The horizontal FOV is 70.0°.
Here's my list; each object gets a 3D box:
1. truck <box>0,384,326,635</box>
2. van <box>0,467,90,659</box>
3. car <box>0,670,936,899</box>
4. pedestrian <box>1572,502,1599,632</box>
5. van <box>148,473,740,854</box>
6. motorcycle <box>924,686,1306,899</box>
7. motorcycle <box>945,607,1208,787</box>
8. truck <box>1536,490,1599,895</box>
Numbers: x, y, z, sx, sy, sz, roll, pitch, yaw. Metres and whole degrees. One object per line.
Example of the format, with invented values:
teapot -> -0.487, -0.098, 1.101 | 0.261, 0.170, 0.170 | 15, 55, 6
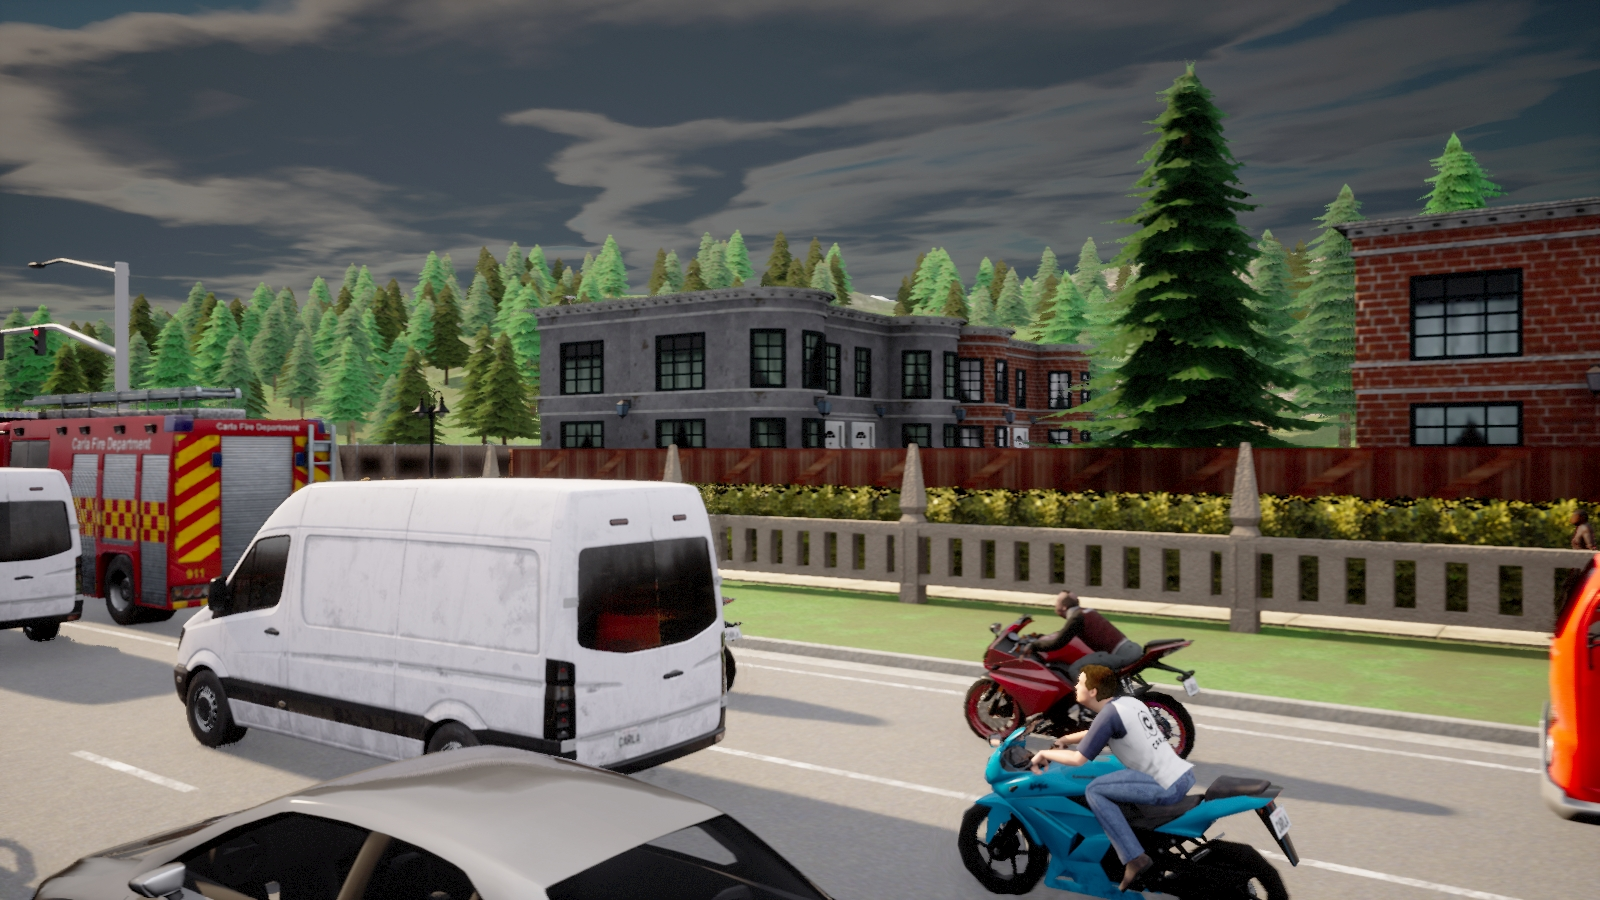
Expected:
truck -> -12.520, 0.908, 21.083 | 8.468, 3.827, 2.891 | 0, 0, 35
van -> -13.179, 1.550, 17.274 | 5.915, 2.561, 1.988 | 0, 0, 35
car -> -1.701, 2.070, 4.975 | 4.193, 1.474, 1.816 | 0, 0, 35
pedestrian -> 11.539, 1.699, 16.736 | 0.375, 1.860, 0.375 | 0, 0, 35
van -> -3.501, 1.542, 10.499 | 5.915, 2.561, 1.988 | 0, 0, 35
motorcycle -> 1.824, 2.189, 6.779 | 2.033, 1.199, 0.803 | 0, 0, 35
motorcycle -> 2.532, 2.209, 10.592 | 2.209, 1.251, 0.867 | 0, 0, 35
truck -> 7.643, 1.568, 6.988 | 5.204, 2.467, 2.627 | 0, 0, 35
